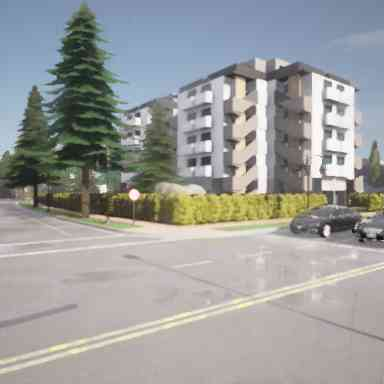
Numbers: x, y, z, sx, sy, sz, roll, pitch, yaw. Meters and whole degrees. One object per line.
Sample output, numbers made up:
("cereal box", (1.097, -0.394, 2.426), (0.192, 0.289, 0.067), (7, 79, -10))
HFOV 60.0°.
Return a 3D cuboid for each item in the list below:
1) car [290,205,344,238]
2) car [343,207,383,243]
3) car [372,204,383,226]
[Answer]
("car", (7.251, 1.502, 17.749), (4.892, 1.490, 1.837), (0, 0, -35))
("car", (9.244, 1.489, 14.875), (4.902, 1.511, 2.128), (0, 0, -35))
("car", (14.499, 1.559, 22.917), (4.181, 1.385, 1.994), (0, 0, -36))
